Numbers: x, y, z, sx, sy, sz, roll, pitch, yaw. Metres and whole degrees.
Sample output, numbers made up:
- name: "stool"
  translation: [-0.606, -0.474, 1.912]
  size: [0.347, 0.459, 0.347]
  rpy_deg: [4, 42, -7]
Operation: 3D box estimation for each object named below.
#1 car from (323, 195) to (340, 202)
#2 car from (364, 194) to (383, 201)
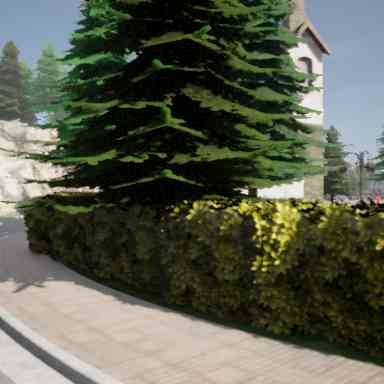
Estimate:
- name: "car"
  translation: [28.381, 1.387, 71.035]
  size: [4.514, 1.523, 2.007]
  rpy_deg: [0, 0, 35]
- name: "car"
  translation: [43.224, 1.352, 78.926]
  size: [3.633, 1.501, 1.845]
  rpy_deg: [0, 0, 35]
